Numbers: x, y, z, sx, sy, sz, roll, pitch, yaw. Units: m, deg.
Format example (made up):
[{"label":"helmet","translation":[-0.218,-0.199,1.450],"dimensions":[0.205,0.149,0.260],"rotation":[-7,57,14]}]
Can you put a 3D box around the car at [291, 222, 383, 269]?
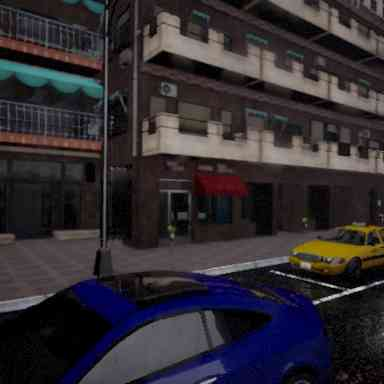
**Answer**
[{"label":"car","translation":[4.940,1.615,10.081],"dimensions":[4.829,1.417,1.752],"rotation":[1,0,-36]}]

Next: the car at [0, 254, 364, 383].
[{"label":"car","translation":[-0.634,1.536,2.921],"dimensions":[4.674,1.442,1.812],"rotation":[1,0,-35]}]
